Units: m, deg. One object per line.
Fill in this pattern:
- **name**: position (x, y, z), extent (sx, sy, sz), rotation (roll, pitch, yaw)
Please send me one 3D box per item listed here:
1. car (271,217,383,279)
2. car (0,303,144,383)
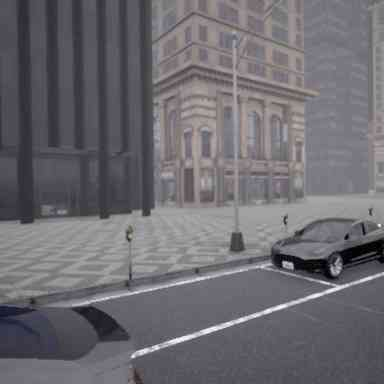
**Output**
- **car**: position (4.186, 1.442, 9.633), extent (4.313, 1.339, 1.947), rotation (-1, 0, -35)
- **car**: position (-2.576, 1.510, 1.540), extent (4.902, 1.511, 2.128), rotation (-1, 1, -35)
